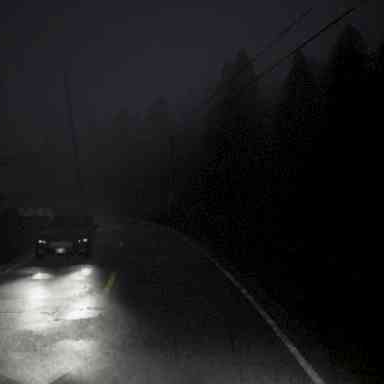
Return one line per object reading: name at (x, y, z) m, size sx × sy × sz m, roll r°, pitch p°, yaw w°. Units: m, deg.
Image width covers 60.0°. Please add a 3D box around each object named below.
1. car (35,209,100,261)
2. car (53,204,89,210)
car at (-4.707, 1.638, 13.075) m, size 2.128 × 1.511 × 4.902 m, roll 0°, pitch -1°, yaw -12°
car at (-13.774, 2.020, 37.614) m, size 4.718 × 1.301 × 1.895 m, roll -1°, pitch -1°, yaw 37°
